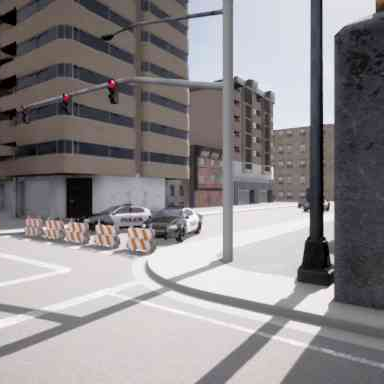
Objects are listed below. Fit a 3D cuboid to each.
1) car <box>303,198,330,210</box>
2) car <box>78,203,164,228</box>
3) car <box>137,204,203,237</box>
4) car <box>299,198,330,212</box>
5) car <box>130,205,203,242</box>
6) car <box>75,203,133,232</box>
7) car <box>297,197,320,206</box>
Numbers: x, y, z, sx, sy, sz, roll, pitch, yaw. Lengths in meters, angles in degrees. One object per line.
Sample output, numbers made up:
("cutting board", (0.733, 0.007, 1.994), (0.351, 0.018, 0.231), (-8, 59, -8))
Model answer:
("car", (14.396, 1.292, 38.345), (1.853, 1.218, 4.536), (0, 0, 36))
("car", (-4.060, 1.291, 19.241), (4.536, 1.218, 1.853), (0, 0, -29))
("car", (-0.900, 1.292, 16.580), (1.853, 1.218, 4.536), (0, 0, 16))
("car", (14.366, 1.449, 38.303), (2.038, 1.542, 4.974), (0, 0, 36))
("car", (-0.913, 1.450, 16.530), (2.038, 1.542, 4.974), (0, 0, 16))
("car", (-4.105, 1.448, 19.216), (4.974, 1.542, 2.038), (0, 0, -29))
("car", (16.606, 1.291, 47.262), (1.853, 1.218, 4.536), (0, 0, 36))
